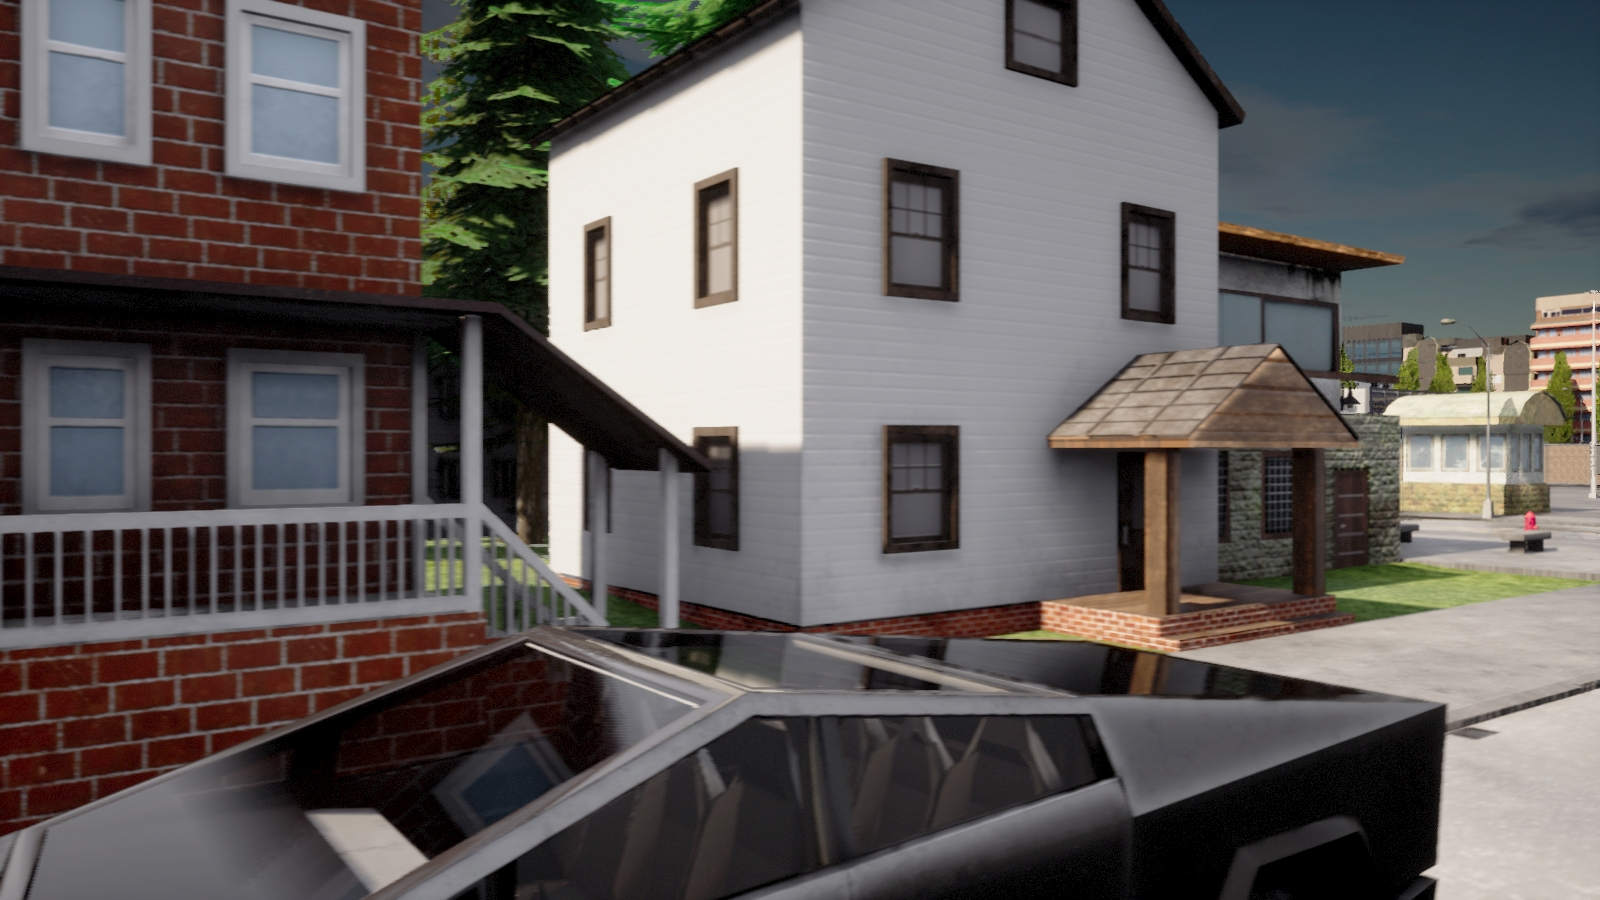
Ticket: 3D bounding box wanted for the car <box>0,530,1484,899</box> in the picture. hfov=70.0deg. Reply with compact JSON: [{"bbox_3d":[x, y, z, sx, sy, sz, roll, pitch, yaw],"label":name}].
[{"bbox_3d":[-0.231,1.534,4.233,6.274,2.098,2.390,0,0,-35],"label":"car"}]
